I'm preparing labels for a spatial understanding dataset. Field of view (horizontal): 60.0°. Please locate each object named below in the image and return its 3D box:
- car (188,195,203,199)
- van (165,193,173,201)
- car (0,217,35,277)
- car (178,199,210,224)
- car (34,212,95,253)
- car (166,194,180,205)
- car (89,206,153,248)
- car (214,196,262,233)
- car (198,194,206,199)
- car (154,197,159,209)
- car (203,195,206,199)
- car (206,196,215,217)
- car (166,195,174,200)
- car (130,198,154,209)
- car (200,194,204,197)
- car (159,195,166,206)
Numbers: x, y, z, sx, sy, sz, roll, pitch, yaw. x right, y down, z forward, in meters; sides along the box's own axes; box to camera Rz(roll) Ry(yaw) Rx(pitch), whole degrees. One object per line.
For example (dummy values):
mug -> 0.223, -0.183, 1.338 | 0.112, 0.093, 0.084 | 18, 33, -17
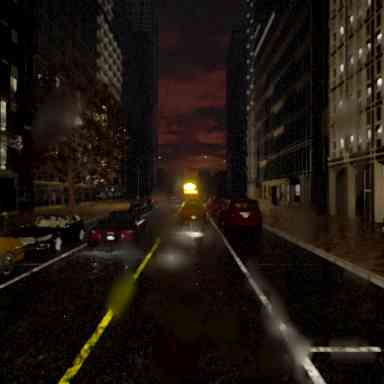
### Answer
car -> 0.111, 1.430, 41.175 | 1.837, 1.490, 4.892 | 0, 0, 0
van -> -5.665, 1.167, 81.797 | 1.690, 1.788, 3.998 | 0, 0, 0
car -> -5.684, 1.513, 7.627 | 1.752, 1.417, 4.829 | 0, 0, 0
car -> 0.108, 1.486, 24.135 | 1.812, 1.442, 4.674 | 0, 0, 0
car -> -5.683, 1.529, 13.491 | 2.008, 1.369, 4.403 | 0, 0, 0
car -> -3.047, 1.455, 55.987 | 1.994, 1.385, 4.181 | 0, 0, 0
car -> -3.096, 1.540, 14.604 | 1.994, 1.385, 4.181 | 0, 0, 0
car -> 2.700, 1.284, 19.169 | 2.192, 1.841, 5.009 | 0, 0, 0
car -> 2.718, 1.235, 93.165 | 1.967, 1.590, 4.097 | 0, 0, 0
car -> -5.676, 1.490, 41.952 | 1.947, 1.339, 4.313 | 0, 0, 0
car -> 2.705, 1.450, 42.107 | 1.752, 1.417, 4.829 | 0, 0, 0
car -> 2.703, 1.263, 30.553 | 2.192, 1.841, 5.009 | 0, 0, 0
car -> -5.664, 1.393, 87.490 | 1.802, 1.307, 4.206 | 0, 0, 0
car -> -5.677, 1.487, 36.260 | 2.008, 1.369, 4.403 | 0, 0, 0
car -> 2.712, 1.423, 70.399 | 1.947, 1.339, 4.313 | 0, 0, 0
car -> -5.673, 1.480, 53.335 | 1.802, 1.307, 4.206 | 0, 0, 0
